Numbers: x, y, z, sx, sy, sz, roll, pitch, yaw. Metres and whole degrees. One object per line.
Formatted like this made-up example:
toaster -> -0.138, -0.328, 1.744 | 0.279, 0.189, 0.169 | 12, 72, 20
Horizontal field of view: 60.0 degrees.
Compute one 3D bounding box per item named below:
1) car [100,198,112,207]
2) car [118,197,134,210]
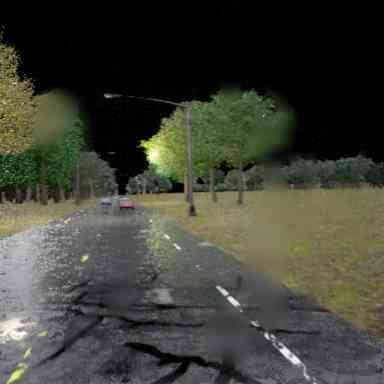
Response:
car -> -16.253, 1.916, 63.139 | 1.882, 1.535, 5.008 | -2, 0, -11
car -> -9.551, 1.796, 48.626 | 1.994, 1.385, 4.181 | -2, 0, -12
